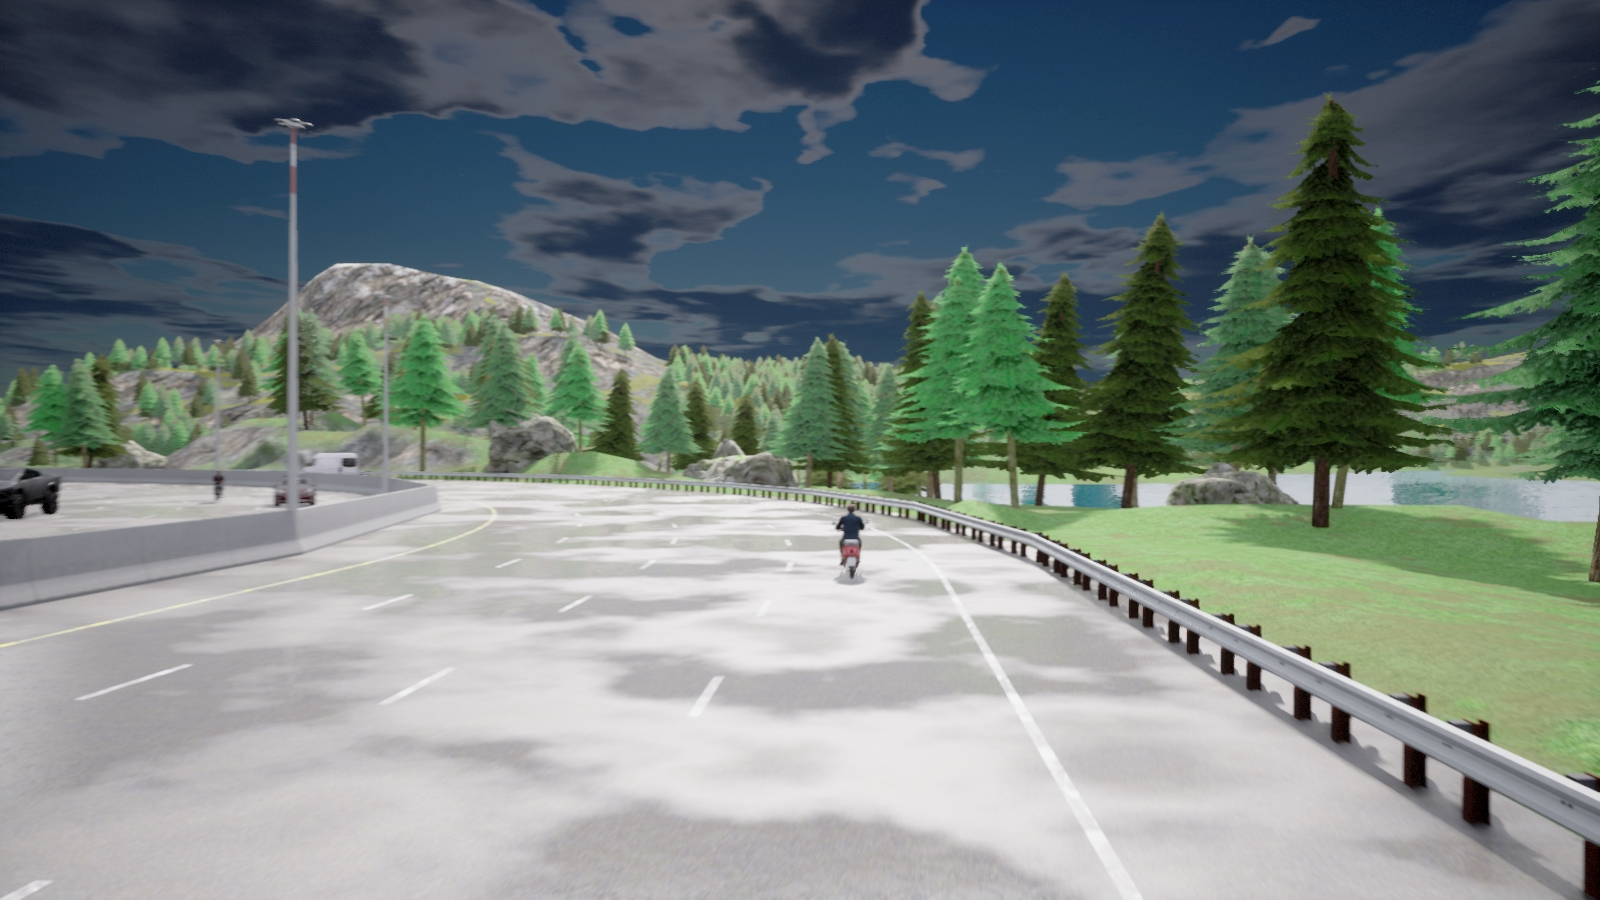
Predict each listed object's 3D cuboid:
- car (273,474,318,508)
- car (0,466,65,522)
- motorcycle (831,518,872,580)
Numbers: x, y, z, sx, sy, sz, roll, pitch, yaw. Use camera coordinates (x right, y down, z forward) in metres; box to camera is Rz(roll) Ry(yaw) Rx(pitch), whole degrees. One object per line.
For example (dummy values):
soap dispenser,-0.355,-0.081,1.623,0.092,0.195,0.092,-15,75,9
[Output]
car,-25.580,2.043,57.867,2.007,1.525,4.514,0,0,-25
car,-32.660,1.739,47.082,2.390,2.098,6.274,0,0,-17
motorcycle,1.140,2.201,25.711,0.856,1.236,1.805,0,0,1
